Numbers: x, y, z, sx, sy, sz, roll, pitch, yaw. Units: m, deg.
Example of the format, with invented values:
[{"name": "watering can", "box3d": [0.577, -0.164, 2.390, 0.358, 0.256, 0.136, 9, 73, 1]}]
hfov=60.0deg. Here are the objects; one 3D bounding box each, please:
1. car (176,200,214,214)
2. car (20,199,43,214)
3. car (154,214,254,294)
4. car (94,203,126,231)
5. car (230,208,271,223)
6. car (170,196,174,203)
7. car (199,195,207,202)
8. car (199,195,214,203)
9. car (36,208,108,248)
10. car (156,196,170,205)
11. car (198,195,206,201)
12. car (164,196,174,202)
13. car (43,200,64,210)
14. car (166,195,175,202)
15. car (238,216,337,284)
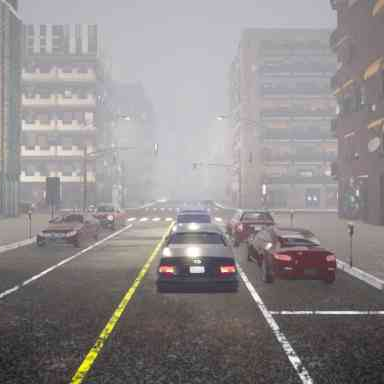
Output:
[{"name": "car", "box3d": [0.095, 1.482, 19.590, 1.882, 1.535, 5.008, 0, 0, 0]}, {"name": "car", "box3d": [-17.557, 1.241, 31.884, 5.009, 1.841, 2.192, 0, -1, 0]}, {"name": "car", "box3d": [0.101, 1.550, 8.948, 2.033, 1.411, 5.357, 0, 0, 0]}, {"name": "car", "box3d": [-5.310, 1.445, 20.371, 1.967, 1.590, 4.097, 1, 0, 0]}, {"name": "car", "box3d": [2.578, 1.444, 14.842, 1.967, 1.590, 4.097, 1, 0, 0]}, {"name": "car", "box3d": [-5.295, 1.536, 69.756, 1.752, 1.417, 4.829, 1, 0, 0]}, {"name": "car", "box3d": [2.587, 1.556, 81.296, 1.887, 1.381, 4.507, 1, 0, 0]}, {"name": "car", "box3d": [2.582, 1.560, 52.941, 2.008, 1.369, 4.403, 1, 0, 0]}, {"name": "car", "box3d": [-5.309, 1.585, 14.821, 1.802, 1.307, 4.206, 1, 0, 0]}, {"name": "car", "box3d": [-5.297, 1.535, 58.413, 1.752, 1.417, 4.829, 1, 0, 0]}, {"name": "car", "box3d": [2.588, 1.563, 86.967, 2.008, 1.369, 4.403, 1, 0, 0]}, {"name": "car", "box3d": [-5.295, 1.577, 75.597, 1.947, 1.339, 4.313, 1, 0, 0]}, {"name": "car", "box3d": [-17.618, 1.591, 39.760, 4.313, 1.339, 1.947, 0, -1, 0]}, {"name": "car", "box3d": [-5.294, 1.556, 81.267, 1.887, 1.381, 4.507, 1, 0, 0]}, {"name": "car", "box3d": [2.575, 1.584, 9.293, 1.802, 1.307, 4.206, 1, 0, 0]}]
